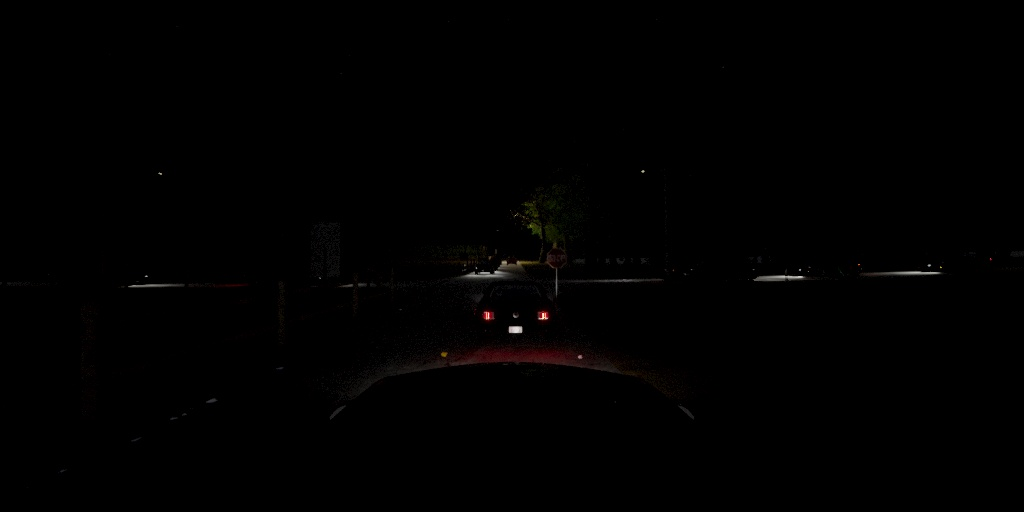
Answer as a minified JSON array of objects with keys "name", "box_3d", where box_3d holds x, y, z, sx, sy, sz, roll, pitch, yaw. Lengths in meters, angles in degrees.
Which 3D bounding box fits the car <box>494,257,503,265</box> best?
[{"name":"car","box_3d":[-2.919,1.116,58.786,2.033,1.411,5.357,0,1,1]}]

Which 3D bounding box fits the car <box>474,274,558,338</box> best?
[{"name":"car","box_3d":[0.082,1.352,10.187,1.895,1.301,4.718,0,0,0]}]

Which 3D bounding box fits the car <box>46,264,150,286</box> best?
[{"name":"car","box_3d":[-27.995,1.275,24.301,5.357,1.411,2.033,0,-1,0]}]

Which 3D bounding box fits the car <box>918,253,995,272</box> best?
[{"name":"car","box_3d":[34.027,0.476,27.562,4.181,1.385,1.994,-2,-1,-1]}]

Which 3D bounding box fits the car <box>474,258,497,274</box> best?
[{"name":"car","box_3d":[-2.967,1.234,39.571,1.812,1.442,4.674,0,0,2]}]

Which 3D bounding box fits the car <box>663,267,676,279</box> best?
[{"name":"car","box_3d":[14.194,1.120,27.459,4.718,1.301,1.895,-1,-1,0]}]

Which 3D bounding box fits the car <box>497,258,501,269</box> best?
[{"name":"car","box_3d":[-2.929,1.254,48.993,1.895,1.301,4.718,0,0,0]}]

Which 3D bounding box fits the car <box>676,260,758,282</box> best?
[{"name":"car","box_3d":[14.138,0.990,24.510,4.674,1.442,1.812,-1,-1,0]}]

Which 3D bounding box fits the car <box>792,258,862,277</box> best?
[{"name":"car","box_3d":[24.083,0.826,27.506,4.181,1.385,1.994,-2,-1,0]}]

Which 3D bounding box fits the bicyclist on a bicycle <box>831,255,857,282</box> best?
[{"name":"bicyclist on a bicycle","box_3d":[19.855,0.745,21.505,0.582,1.620,1.656,-1,-1,0]}]

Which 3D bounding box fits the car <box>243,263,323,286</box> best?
[{"name":"car","box_3d":[-15.416,1.250,24.322,4.892,1.490,1.837,0,-1,1]}]
